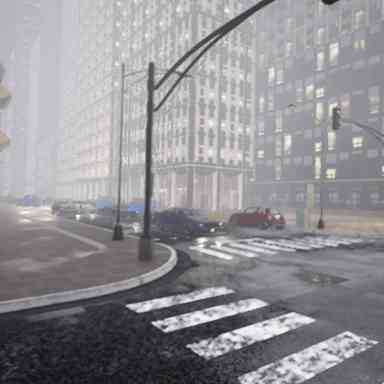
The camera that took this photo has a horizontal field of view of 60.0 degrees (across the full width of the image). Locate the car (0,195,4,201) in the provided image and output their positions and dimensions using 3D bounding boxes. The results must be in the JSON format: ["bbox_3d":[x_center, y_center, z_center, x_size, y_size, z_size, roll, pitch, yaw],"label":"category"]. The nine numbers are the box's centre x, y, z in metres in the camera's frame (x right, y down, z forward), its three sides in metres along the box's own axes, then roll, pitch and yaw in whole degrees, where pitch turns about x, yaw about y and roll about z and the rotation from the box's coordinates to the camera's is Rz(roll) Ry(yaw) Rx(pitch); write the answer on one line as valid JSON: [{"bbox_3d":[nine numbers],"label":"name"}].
[{"bbox_3d":[-48.054,1.449,82.488,1.752,1.417,4.829,2,-1,-35],"label":"car"}]

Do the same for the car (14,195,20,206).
[{"bbox_3d":[-25.306,1.533,50.356,1.802,1.307,4.206,2,-1,-35],"label":"car"}]

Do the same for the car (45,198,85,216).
[{"bbox_3d":[-12.250,1.527,31.916,2.008,1.369,4.403,2,-1,-35],"label":"car"}]

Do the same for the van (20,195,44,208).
[{"bbox_3d":[-22.036,1.298,45.750,1.690,1.788,3.998,2,-1,-35],"label":"van"}]

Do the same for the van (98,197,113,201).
[{"bbox_3d":[-11.935,1.569,45.980,1.690,1.788,3.998,2,-1,-35],"label":"van"}]

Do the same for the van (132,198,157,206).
[{"bbox_3d":[-5.408,1.583,36.759,1.690,1.788,3.998,2,-1,-35],"label":"van"}]

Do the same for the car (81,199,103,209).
[{"bbox_3d":[-15.206,1.788,50.586,1.947,1.339,4.313,2,-1,-35],"label":"car"}]

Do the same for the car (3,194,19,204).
[{"bbox_3d":[-31.827,1.256,59.581,2.192,1.841,5.009,2,-1,-35],"label":"car"}]

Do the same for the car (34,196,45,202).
[{"bbox_3d":[-38.054,1.773,82.856,1.802,1.307,4.206,2,-1,-35],"label":"car"}]

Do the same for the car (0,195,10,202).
[{"bbox_3d":[-41.625,1.479,73.407,2.008,1.369,4.403,2,-1,-35],"label":"car"}]

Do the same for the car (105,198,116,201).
[{"bbox_3d":[-8.677,1.786,41.366,2.008,1.369,4.403,2,-1,-35],"label":"car"}]

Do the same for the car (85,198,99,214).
[{"bbox_3d":[-12.158,1.580,36.281,1.812,1.442,4.674,2,-1,-35],"label":"car"}]

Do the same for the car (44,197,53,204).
[{"bbox_3d":[-25.566,1.604,60.742,1.882,1.535,5.008,2,-1,-35],"label":"car"}]

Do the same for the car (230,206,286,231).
[{"bbox_3d":[4.381,1.706,22.927,1.967,1.590,4.097,2,-1,-35],"label":"car"}]

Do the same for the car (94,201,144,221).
[{"bbox_3d":[-6.215,1.668,27.874,1.895,1.301,4.718,2,-1,-35],"label":"car"}]

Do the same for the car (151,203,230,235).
[{"bbox_3d":[-0.453,1.629,19.738,2.033,1.411,5.357,2,-1,-36],"label":"car"}]

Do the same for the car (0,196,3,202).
[{"bbox_3d":[-38.362,1.498,68.797,1.947,1.339,4.313,2,-1,-35],"label":"car"}]
